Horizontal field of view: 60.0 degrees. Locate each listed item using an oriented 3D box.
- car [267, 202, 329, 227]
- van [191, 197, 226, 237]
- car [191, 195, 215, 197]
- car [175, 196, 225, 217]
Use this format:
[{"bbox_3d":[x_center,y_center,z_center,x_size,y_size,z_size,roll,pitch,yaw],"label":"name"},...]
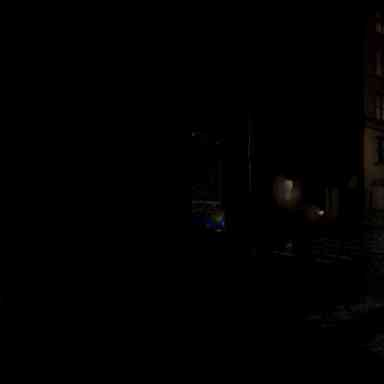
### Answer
[{"bbox_3d":[7.047,1.423,22.579,1.967,1.590,4.097,0,0,-35],"label":"car"},{"bbox_3d":[0.075,1.340,17.671,1.690,1.788,3.998,0,0,-35],"label":"van"},{"bbox_3d":[-0.173,1.213,22.837,2.150,2.045,5.566,0,0,-35],"label":"car"},{"bbox_3d":[0.636,1.292,31.726,2.192,1.841,5.009,0,0,-35],"label":"car"}]
